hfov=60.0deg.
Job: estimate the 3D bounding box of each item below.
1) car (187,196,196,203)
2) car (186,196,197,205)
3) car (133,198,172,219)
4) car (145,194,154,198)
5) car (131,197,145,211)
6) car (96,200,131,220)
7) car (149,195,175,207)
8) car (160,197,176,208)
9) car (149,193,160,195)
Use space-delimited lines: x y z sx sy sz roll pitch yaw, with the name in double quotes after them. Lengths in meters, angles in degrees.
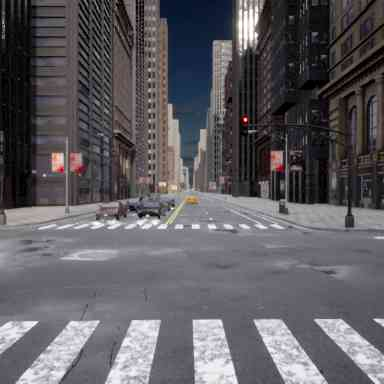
-0.063 1.520 69.999 1.895 1.301 4.718 0 0 0 "car"
-0.039 1.423 59.332 1.882 1.535 5.008 0 0 0 "car"
-3.387 1.530 29.376 2.033 1.411 5.357 0 0 4 "car"
-6.703 1.470 47.287 1.837 1.490 4.892 0 0 0 "car"
-6.681 1.577 37.047 1.895 1.301 4.718 0 0 0 "car"
-6.658 1.510 27.939 1.812 1.442 4.674 0 0 0 "car"
-3.432 1.465 39.115 2.128 1.511 4.902 0 0 0 "car"
-3.462 1.509 49.667 2.033 1.411 5.357 0 0 0 "car"
-6.688 1.170 57.736 2.150 2.045 5.566 0 0 1 "car"
